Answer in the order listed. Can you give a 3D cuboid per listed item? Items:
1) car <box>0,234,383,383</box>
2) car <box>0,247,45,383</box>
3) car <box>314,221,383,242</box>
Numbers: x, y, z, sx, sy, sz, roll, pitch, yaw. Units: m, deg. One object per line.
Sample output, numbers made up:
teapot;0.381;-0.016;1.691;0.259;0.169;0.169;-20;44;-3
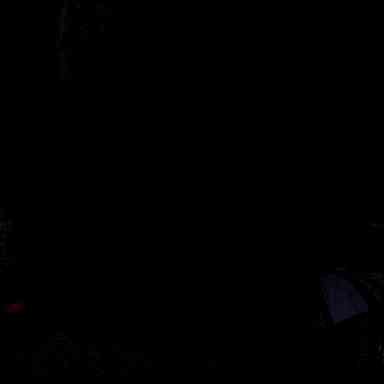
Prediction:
car;0.835;1.553;3.970;5.357;1.411;2.033;0;0;-35
car;-4.061;1.579;3.637;4.206;1.307;1.802;0;0;-35
car;4.897;1.585;10.025;4.313;1.339;1.947;0;0;-35
